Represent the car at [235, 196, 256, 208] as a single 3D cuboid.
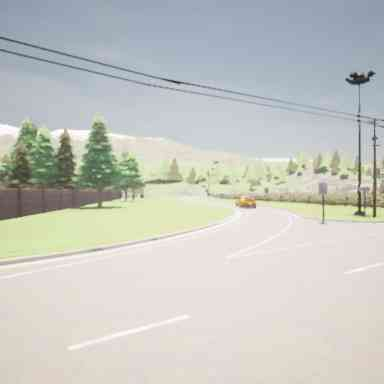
[{"bbox_3d":[7.184,1.299,44.909,1.882,1.535,5.008,0,0,-6],"label":"car"}]
